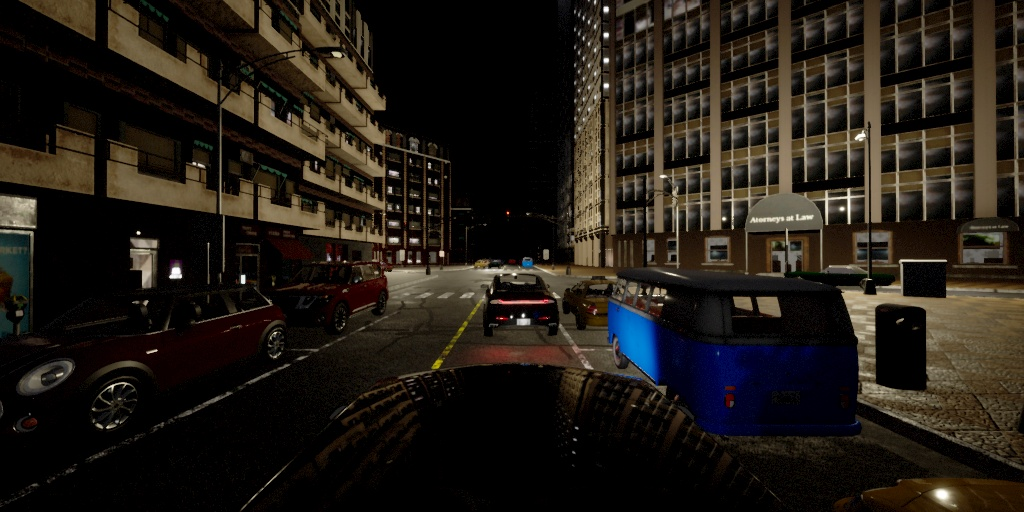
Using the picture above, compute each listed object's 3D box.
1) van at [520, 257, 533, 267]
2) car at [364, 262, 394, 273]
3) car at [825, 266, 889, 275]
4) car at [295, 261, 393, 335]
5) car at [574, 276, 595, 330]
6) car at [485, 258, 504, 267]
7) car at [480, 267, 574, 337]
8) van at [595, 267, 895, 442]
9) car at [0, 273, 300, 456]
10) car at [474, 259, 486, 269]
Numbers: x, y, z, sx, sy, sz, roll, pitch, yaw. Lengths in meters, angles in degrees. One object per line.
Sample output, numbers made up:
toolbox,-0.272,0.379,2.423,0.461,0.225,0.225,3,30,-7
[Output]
van,2.579,1.168,59.735,1.690,1.789,3.998,0,0,0
car,-17.571,1.491,47.361,4.181,1.385,1.994,0,-1,41
car,18.312,1.194,20.455,4.718,1.301,1.895,-1,-1,41
car,-5.313,1.068,10.737,2.192,1.841,5.009,0,0,0
car,2.568,1.279,10.912,1.751,1.417,4.829,0,0,0
car,-2.804,1.426,58.826,1.895,1.301,4.718,0,0,2
car,0.135,1.245,10.347,2.128,1.511,4.902,0,0,-3
van,2.567,1.092,5.205,1.690,1.789,3.998,0,0,0
car,-5.314,1.191,5.202,1.967,1.591,4.097,0,0,0
car,-5.301,1.352,59.567,1.751,1.417,4.829,0,0,0
